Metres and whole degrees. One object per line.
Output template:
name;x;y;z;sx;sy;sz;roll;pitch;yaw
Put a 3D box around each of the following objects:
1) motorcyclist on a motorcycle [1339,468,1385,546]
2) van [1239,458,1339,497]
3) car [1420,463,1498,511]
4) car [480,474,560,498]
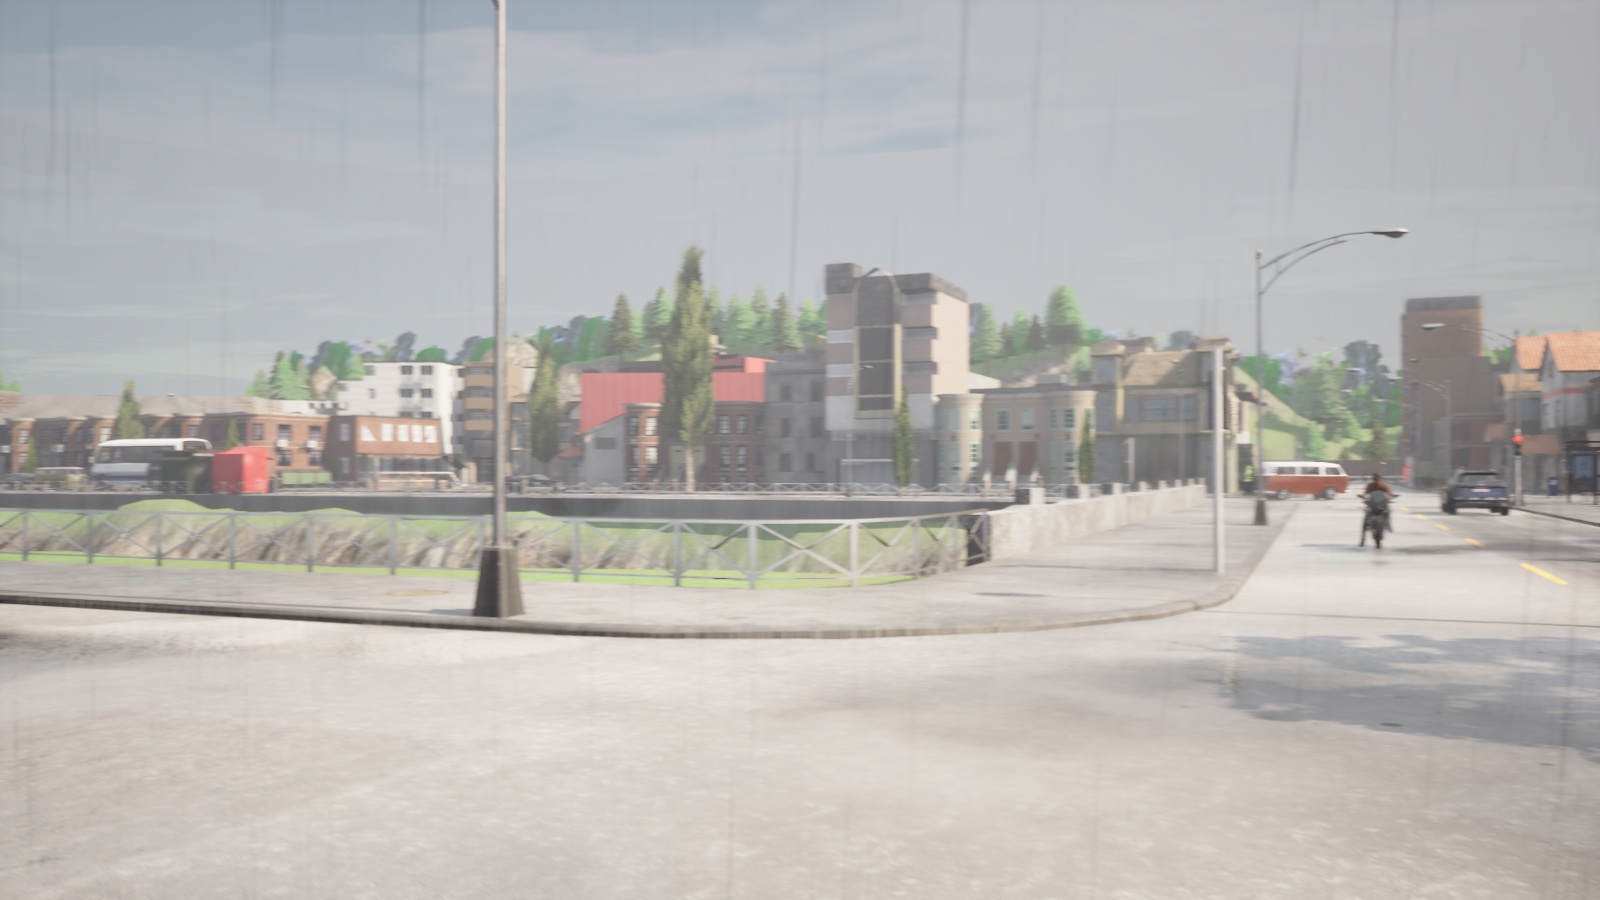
motorcyclist on a motorcycle;11.507;1.135;25.765;0.797;1.523;2.044;-1;-1;23
van;25.878;1.446;66.572;4.480;2.038;2.069;0;0;0
car;23.849;1.312;45.595;2.033;1.649;4.856;-1;-1;22
car;-18.500;2.376;82.924;5.008;1.535;1.882;-1;-1;22
